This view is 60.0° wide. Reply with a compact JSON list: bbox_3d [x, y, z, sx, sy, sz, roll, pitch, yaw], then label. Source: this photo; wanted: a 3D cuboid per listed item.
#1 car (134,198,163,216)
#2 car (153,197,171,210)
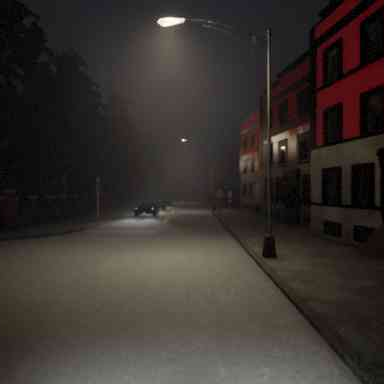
[{"bbox_3d":[-4.107,1.491,30.882,1.895,1.301,4.718,0,0,0],"label":"car"},{"bbox_3d":[-4.105,1.349,40.260,2.128,1.511,4.902,0,0,0],"label":"car"}]
